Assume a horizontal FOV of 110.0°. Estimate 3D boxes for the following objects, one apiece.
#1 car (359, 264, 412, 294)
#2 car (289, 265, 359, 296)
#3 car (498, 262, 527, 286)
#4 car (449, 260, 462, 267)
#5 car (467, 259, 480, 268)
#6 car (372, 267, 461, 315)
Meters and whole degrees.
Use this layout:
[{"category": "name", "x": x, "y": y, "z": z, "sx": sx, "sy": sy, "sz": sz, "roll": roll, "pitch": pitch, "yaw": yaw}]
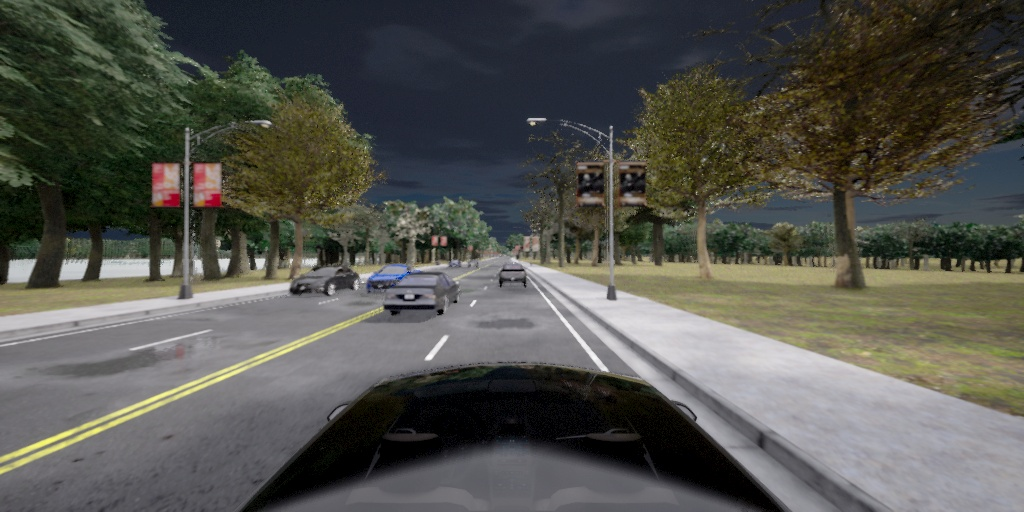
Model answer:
[{"category": "car", "x": -6.632, "y": 1.242, "z": 20.516, "sx": 1.882, "sy": 1.535, "sz": 5.008, "roll": 0, "pitch": 0, "yaw": 0}, {"category": "car", "x": -9.877, "y": 1.269, "z": 19.327, "sx": 1.837, "sy": 1.490, "sz": 4.892, "roll": 0, "pitch": 0, "yaw": 0}, {"category": "car", "x": 0.050, "y": 1.260, "z": 25.073, "sx": 2.128, "sy": 1.511, "sz": 4.902, "roll": 0, "pitch": 0, "yaw": 0}, {"category": "car", "x": -10.112, "y": 1.384, "z": 64.070, "sx": 1.812, "sy": 1.442, "sz": 4.674, "roll": 0, "pitch": 0, "yaw": -1}, {"category": "car", "x": -6.862, "y": 1.362, "z": 64.108, "sx": 2.128, "sy": 1.511, "sz": 4.902, "roll": 0, "pitch": 0, "yaw": -1}, {"category": "car", "x": -3.163, "y": 1.305, "z": 13.556, "sx": 2.033, "sy": 1.411, "sz": 5.357, "roll": 0, "pitch": 0, "yaw": 0}]
